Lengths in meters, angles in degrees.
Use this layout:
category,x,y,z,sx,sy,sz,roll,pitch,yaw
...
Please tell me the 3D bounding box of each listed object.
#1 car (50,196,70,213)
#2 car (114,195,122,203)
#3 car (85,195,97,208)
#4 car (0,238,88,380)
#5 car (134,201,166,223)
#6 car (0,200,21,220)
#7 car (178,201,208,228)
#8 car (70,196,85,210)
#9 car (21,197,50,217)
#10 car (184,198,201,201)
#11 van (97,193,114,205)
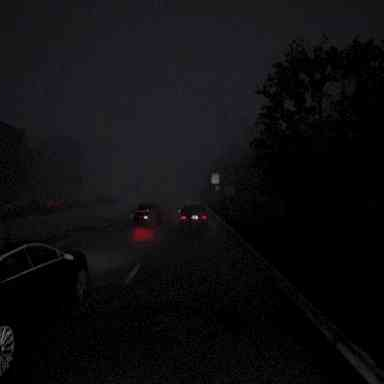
category,x,y,z,sx,sy,sz,roll,pitch,yaw
car,-15.509,1.298,36.175,2.185,1.767,4.553,0,0,0
car,-15.588,1.436,63.865,2.163,1.488,4.792,0,0,0
car,-15.540,1.457,47.322,2.002,1.452,4.674,0,0,0
car,-3.151,1.487,5.302,2.128,1.511,4.902,0,0,0
car,-3.157,1.483,25.204,1.837,1.490,4.892,0,0,0
car,-15.478,1.431,25.099,2.097,1.535,5.008,0,0,0
car,0.088,1.529,21.805,2.033,1.411,5.357,0,0,0
car,-15.524,1.295,41.701,2.185,1.767,4.553,0,0,0
car,-15.494,1.428,30.625,2.231,1.521,4.892,0,0,0
car,0.087,1.442,41.617,1.882,1.535,5.008,0,0,0
van,-15.570,1.184,58.253,1.878,1.987,4.442,0,0,0
